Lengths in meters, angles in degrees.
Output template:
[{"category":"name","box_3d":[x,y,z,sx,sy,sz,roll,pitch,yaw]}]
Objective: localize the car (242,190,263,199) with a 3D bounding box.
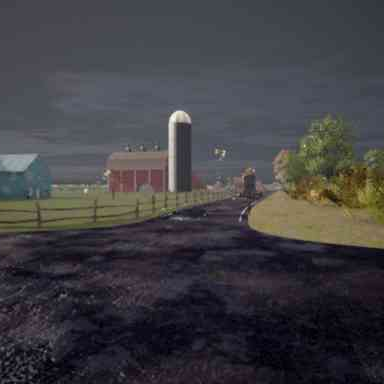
[{"category":"car","box_3d":[10.255,0.410,55.882,2.128,1.511,4.902,0,1,15]}]

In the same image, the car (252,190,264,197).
[{"category":"car","box_3d":[13.040,0.304,65.926,1.994,1.385,4.181,0,1,15]}]

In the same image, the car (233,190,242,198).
[{"category":"car","box_3d":[8.721,0.314,60.637,2.128,1.511,4.902,0,1,15]}]
